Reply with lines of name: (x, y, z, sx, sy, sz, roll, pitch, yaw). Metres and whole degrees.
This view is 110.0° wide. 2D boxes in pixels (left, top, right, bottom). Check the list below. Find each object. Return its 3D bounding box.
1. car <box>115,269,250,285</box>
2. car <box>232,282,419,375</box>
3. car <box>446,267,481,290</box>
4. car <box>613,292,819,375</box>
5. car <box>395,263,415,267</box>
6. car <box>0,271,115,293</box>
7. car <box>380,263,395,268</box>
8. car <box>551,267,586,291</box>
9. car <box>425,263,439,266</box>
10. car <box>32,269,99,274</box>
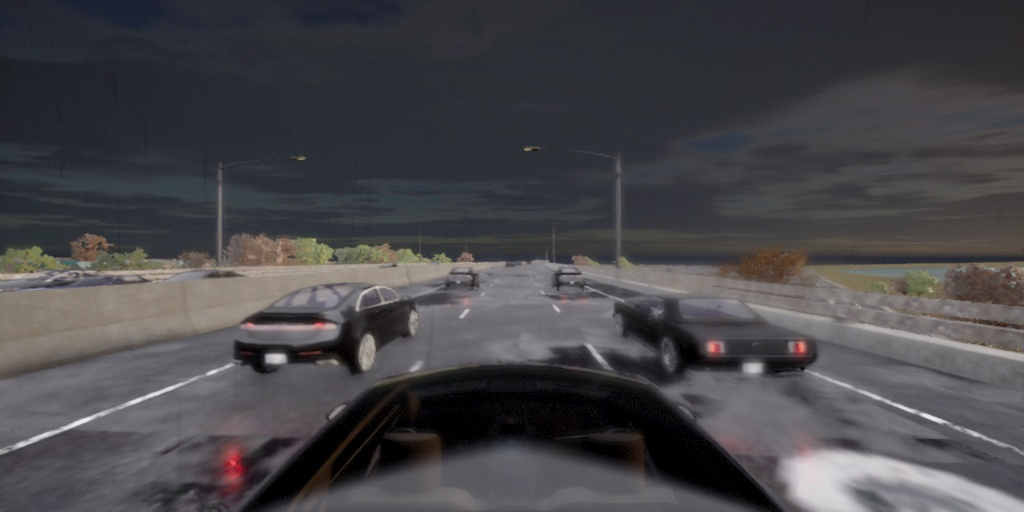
car: (-14.025, 1.366, 16.127, 1.882, 1.535, 5.008, 0, -1, 1)
car: (-3.382, 1.299, 7.593, 2.128, 1.511, 4.902, 0, -1, 0)
car: (-3.233, 1.478, 24.493, 2.128, 1.511, 4.902, 0, -1, 1)
car: (3.617, 1.412, 7.587, 1.895, 1.301, 4.718, 0, -1, 0)
car: (-16.609, 1.974, 57.493, 1.895, 1.301, 4.718, 0, -1, 2)
car: (-17.535, 1.479, 15.365, 1.895, 1.301, 4.718, 0, -1, 0)
car: (-20.051, 1.868, 59.214, 1.882, 1.535, 5.008, 0, -1, 2)
car: (3.767, 1.483, 24.492, 2.128, 1.511, 4.902, 0, -1, 1)
car: (-13.055, 1.874, 59.104, 1.882, 1.535, 5.008, 0, -1, 3)
car: (-21.020, 1.381, 16.621, 2.128, 1.511, 4.902, 0, -1, 1)
